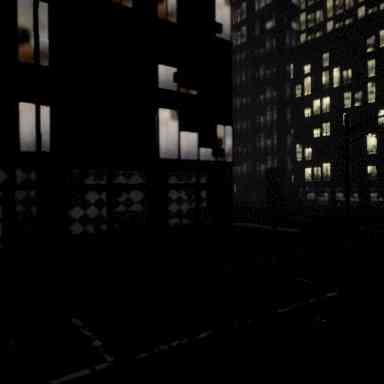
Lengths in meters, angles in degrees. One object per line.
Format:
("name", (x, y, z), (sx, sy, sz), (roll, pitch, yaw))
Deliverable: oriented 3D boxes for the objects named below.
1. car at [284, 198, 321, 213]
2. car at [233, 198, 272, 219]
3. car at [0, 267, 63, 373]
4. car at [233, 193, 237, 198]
("car", (10.665, 1.272, 33.775), (1.752, 1.417, 4.829), (-1, 1, -35))
("car", (4.681, 1.450, 27.814), (2.008, 1.369, 4.403), (-1, 1, -35))
("car", (-3.938, 1.545, 3.925), (4.507, 1.381, 1.887), (0, -1, -35))
("car", (3.896, 0.957, 43.619), (2.192, 1.841, 5.009), (-1, 1, -35))
